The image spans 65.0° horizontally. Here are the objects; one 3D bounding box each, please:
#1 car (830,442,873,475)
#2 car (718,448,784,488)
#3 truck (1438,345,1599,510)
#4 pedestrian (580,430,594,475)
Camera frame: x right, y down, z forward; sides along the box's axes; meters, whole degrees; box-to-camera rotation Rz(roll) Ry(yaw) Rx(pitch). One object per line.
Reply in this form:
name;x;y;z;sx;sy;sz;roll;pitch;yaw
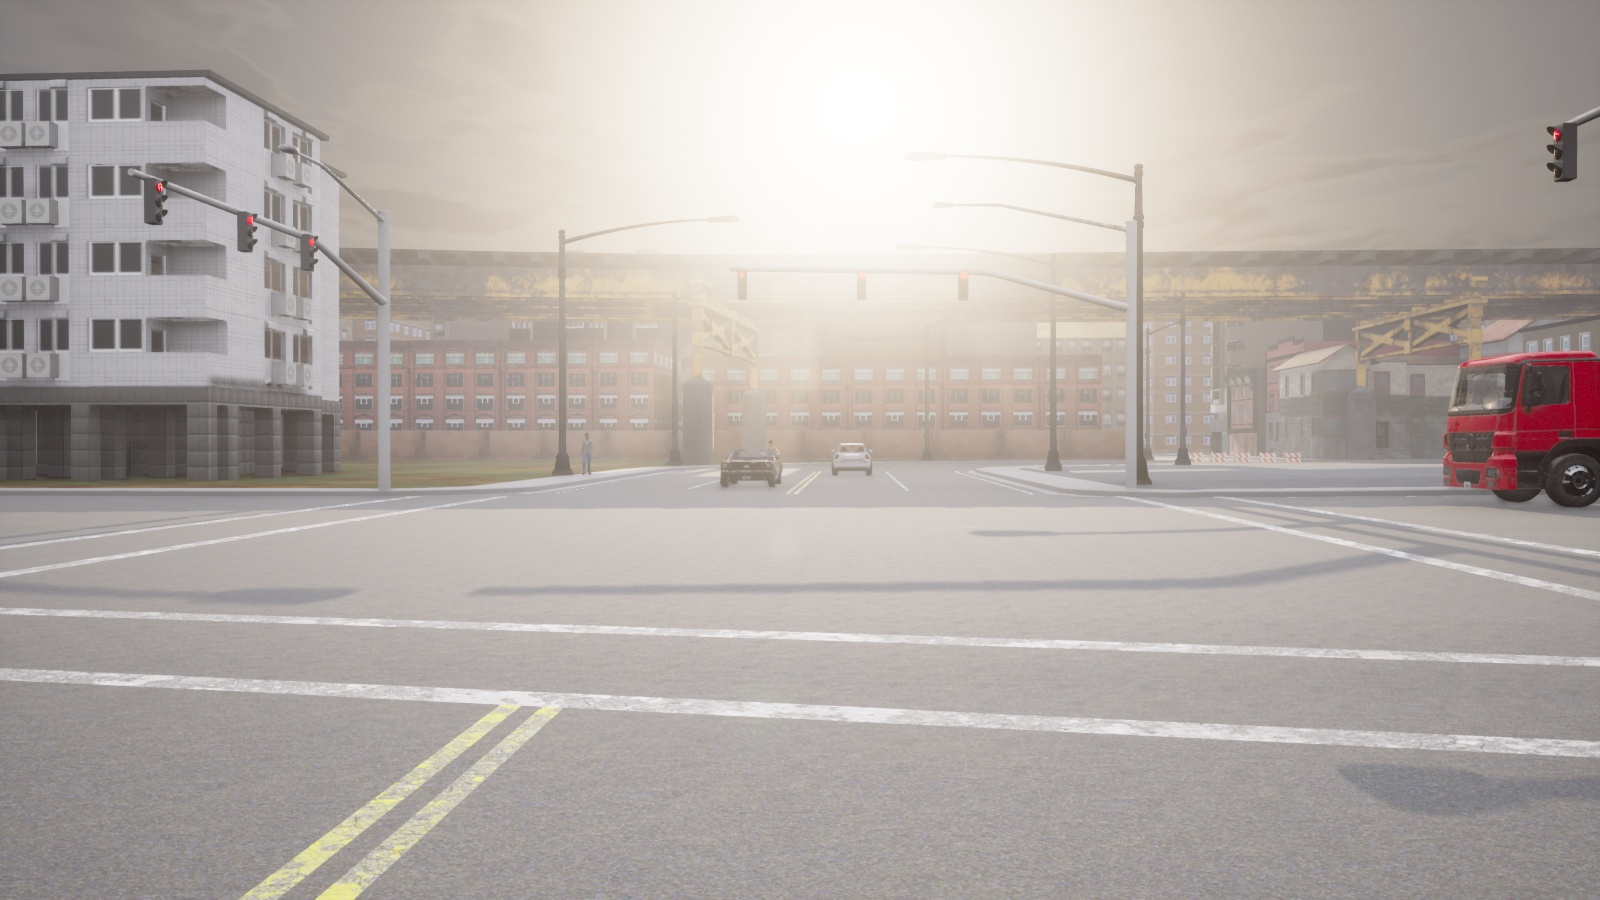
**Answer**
car;2.455;0.379;59.304;1.970;1.475;3.806;0;0;3
car;-1.673;0.596;44.241;1.895;1.301;4.718;0;0;3
truck;18.857;-0.511;27.780;7.936;3.462;2.891;-1;0;3
pedestrian;-8.845;0.100;52.158;0.354;1.836;0.706;0;0;10
